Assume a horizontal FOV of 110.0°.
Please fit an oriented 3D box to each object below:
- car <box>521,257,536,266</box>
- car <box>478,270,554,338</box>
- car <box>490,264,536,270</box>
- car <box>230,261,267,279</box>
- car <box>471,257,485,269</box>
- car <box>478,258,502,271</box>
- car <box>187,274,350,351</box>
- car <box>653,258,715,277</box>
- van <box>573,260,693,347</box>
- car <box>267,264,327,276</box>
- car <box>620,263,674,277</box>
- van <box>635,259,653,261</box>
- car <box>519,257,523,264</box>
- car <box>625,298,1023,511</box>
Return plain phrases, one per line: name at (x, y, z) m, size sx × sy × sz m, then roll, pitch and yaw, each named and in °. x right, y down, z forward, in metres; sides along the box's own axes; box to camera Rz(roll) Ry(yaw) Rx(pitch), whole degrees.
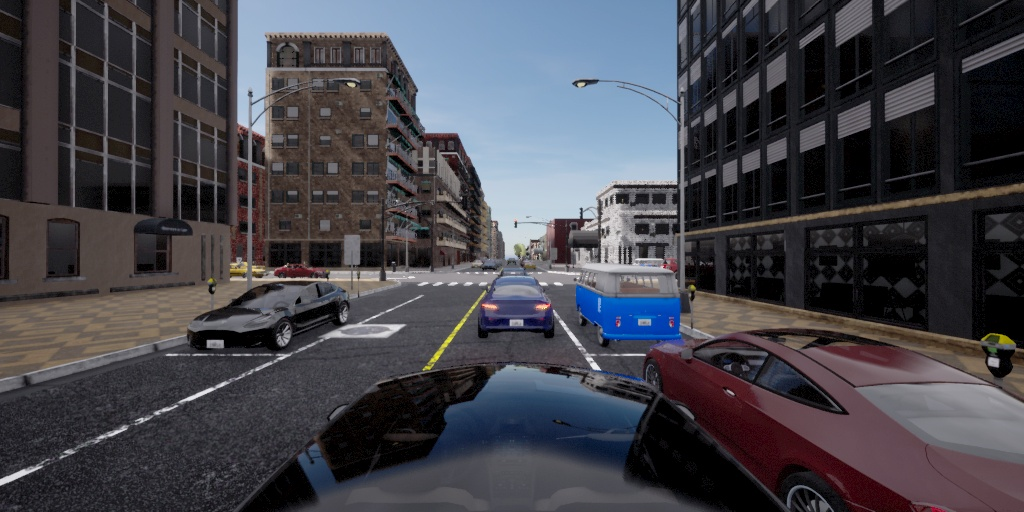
car at (2.677, 1.309, 53.987) m, size 1.751 × 1.417 × 4.829 m, roll 0°, pitch 0°, yaw 0°
car at (0.099, 1.277, 10.031) m, size 1.812 × 1.442 × 4.674 m, roll 0°, pitch 0°, yaw 0°
car at (0.088, 1.317, 18.482) m, size 1.994 × 1.385 × 4.181 m, roll 0°, pitch 0°, yaw 0°
car at (-22.967, 1.215, 29.818) m, size 4.829 × 1.417 × 1.751 m, roll 0°, pitch 0°, yaw 0°
car at (-5.706, 1.316, 59.183) m, size 1.751 × 1.417 × 4.829 m, roll 0°, pitch 0°, yaw 0°
car at (-3.074, 1.327, 50.662) m, size 2.033 × 1.411 × 5.357 m, roll 0°, pitch 0°, yaw 3°
car at (-5.692, 1.317, 9.055) m, size 1.948 × 1.339 × 4.313 m, roll 0°, pitch 0°, yaw 0°
car at (14.912, 1.107, 29.919) m, size 5.009 × 1.841 × 2.192 m, roll 0°, pitch 0°, yaw 0°
van at (2.655, 1.092, 9.031) m, size 1.690 × 1.789 × 3.998 m, roll 0°, pitch 0°, yaw 0°
car at (-17.474, 1.283, 29.833) m, size 4.207 × 1.307 × 1.802 m, roll 0°, pitch 0°, yaw 0°
car at (13.394, 1.417, 35.729) m, size 4.718 × 1.301 × 1.895 m, roll 0°, pitch 0°, yaw 1°
van at (14.887, 1.174, 38.299) m, size 3.998 × 1.789 × 1.690 m, roll 0°, pitch 0°, yaw 0°
car at (2.674, 1.380, 64.896) m, size 1.802 × 1.307 × 4.207 m, roll 0°, pitch 0°, yaw 0°
car at (2.657, 1.332, 3.342) m, size 1.802 × 1.307 × 4.207 m, roll 0°, pitch 0°, yaw 0°
